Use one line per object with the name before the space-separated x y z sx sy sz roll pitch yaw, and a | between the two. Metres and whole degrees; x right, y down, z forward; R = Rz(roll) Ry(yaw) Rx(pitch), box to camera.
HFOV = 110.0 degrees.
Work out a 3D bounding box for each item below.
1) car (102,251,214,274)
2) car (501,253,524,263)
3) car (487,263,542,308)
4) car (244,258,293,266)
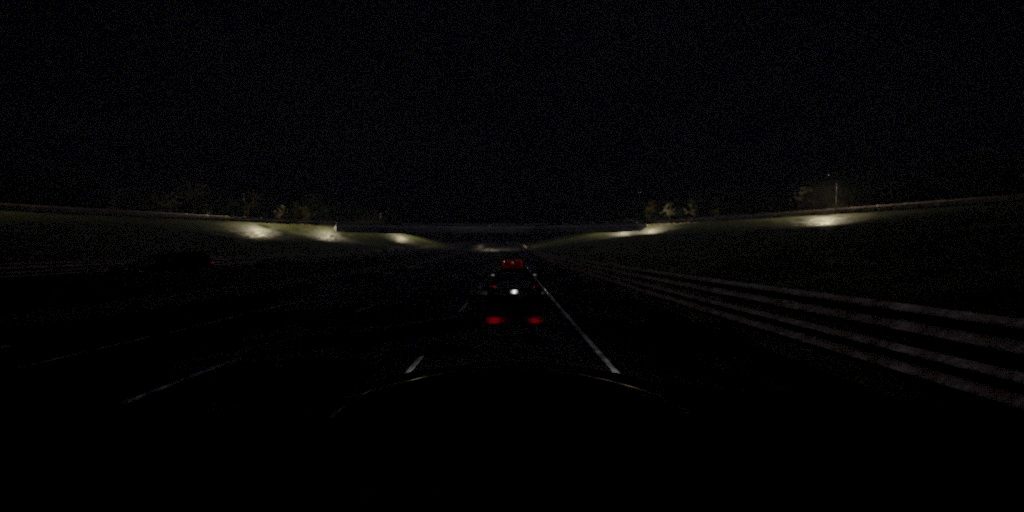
car | -21.122 0.734 21.816 2.150 2.045 5.566 0 2 0
car | 0.054 0.520 34.190 2.097 1.767 4.553 0 1 0
car | 0.080 1.160 14.268 1.994 1.385 4.181 0 1 0
car | -17.621 0.906 25.853 2.128 1.511 4.902 0 1 0
